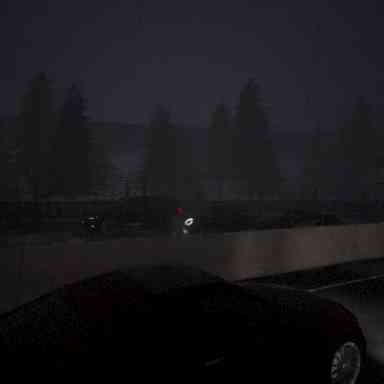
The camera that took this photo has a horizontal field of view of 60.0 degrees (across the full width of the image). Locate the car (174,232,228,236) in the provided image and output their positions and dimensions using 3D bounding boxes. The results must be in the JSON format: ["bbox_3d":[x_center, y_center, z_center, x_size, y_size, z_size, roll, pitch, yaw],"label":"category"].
[{"bbox_3d":[1.124,1.379,16.783,4.553,1.767,2.097,1,0,-29],"label":"car"}]

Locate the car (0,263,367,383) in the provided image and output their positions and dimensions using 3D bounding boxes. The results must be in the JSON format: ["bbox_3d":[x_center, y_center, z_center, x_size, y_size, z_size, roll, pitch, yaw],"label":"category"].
[{"bbox_3d":[-0.078,1.527,3.521,4.674,1.442,1.812,1,0,-34],"label":"car"}]

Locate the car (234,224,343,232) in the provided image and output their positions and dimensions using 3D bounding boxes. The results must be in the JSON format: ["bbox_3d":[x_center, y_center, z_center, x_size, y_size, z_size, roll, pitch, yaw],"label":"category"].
[{"bbox_3d":[4.538,1.548,14.694,4.902,1.511,2.128,1,0,-28],"label":"car"}]
